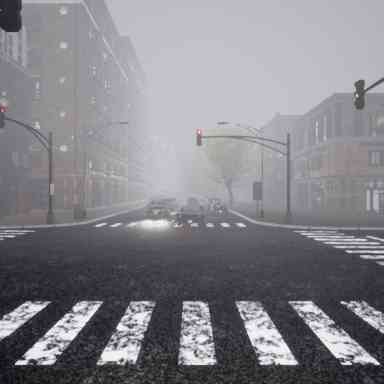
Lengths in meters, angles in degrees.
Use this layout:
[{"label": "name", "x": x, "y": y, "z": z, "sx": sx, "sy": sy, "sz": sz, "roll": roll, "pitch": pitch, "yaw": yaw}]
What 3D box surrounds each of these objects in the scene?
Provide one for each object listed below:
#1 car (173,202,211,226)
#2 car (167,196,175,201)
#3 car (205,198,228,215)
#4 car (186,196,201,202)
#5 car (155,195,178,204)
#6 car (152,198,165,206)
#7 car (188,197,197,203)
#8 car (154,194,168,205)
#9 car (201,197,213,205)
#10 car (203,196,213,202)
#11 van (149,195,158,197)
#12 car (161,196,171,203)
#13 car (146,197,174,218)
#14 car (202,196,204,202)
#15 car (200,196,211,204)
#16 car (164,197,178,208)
[{"label": "car", "x": 0.109, "y": 1.615, "z": 23.888, "sx": 1.895, "sy": 1.301, "sz": 4.718, "roll": 0, "pitch": 0, "yaw": 6}, {"label": "car", "x": -5.674, "y": 1.687, "z": 90.415, "sx": 1.752, "sy": 1.417, "sz": 4.829, "roll": 0, "pitch": 0, "yaw": 0}, {"label": "car", "x": 2.696, "y": 1.580, "z": 33.613, "sx": 2.008, "sy": 1.369, "sz": 4.403, "roll": 0, "pitch": 0, "yaw": 0}, {"label": "car", "x": 0.110, "y": 1.544, "z": 55.028, "sx": 1.882, "sy": 1.535, "sz": 5.008, "roll": 0, "pitch": 0, "yaw": 0}, {"label": "car", "x": -3.086, "y": 1.518, "z": 40.273, "sx": 1.882, "sy": 1.535, "sz": 5.008, "roll": 0, "pitch": 0, "yaw": 0}, {"label": "car", "x": -5.680, "y": 1.651, "z": 56.404, "sx": 1.802, "sy": 1.307, "sz": 4.206, "roll": 0, "pitch": 0, "yaw": 0}, {"label": "car", "x": 0.027, "y": 1.702, "z": 71.349, "sx": 1.895, "sy": 1.301, "sz": 4.718, "roll": 0, "pitch": 0, "yaw": 0}, {"label": "car", "x": -5.680, "y": 1.397, "z": 62.101, "sx": 2.192, "sy": 1.841, "sz": 5.009, "roll": 0, "pitch": 0, "yaw": 0}, {"label": "car", "x": 2.702, "y": 1.633, "z": 62.097, "sx": 2.008, "sy": 1.369, "sz": 4.403, "roll": 0, "pitch": 0, "yaw": 0}, {"label": "car", "x": 2.697, "y": 1.479, "z": 39.310, "sx": 1.967, "sy": 1.590, "sz": 4.097, "roll": 0, "pitch": 0, "yaw": 0}, {"label": "van", "x": -5.682, "y": 1.399, "z": 50.707, "sx": 1.690, "sy": 1.788, "sz": 3.998, "roll": 0, "pitch": 0, "yaw": 0}, {"label": "car", "x": -5.677, "y": 1.663, "z": 73.494, "sx": 2.008, "sy": 1.369, "sz": 4.403, "roll": 0, "pitch": 0, "yaw": 0}, {"label": "car", "x": -3.095, "y": 1.516, "z": 30.825, "sx": 2.128, "sy": 1.511, "sz": 4.902, "roll": 0, "pitch": 0, "yaw": 0}, {"label": "car", "x": 2.698, "y": 1.488, "z": 45.007, "sx": 1.967, "sy": 1.590, "sz": 4.097, "roll": 0, "pitch": 0, "yaw": 0}, {"label": "car", "x": 2.702, "y": 1.536, "z": 67.794, "sx": 1.967, "sy": 1.590, "sz": 4.097, "roll": 0, "pitch": 0, "yaw": 0}, {"label": "car", "x": -3.077, "y": 1.583, "z": 50.371, "sx": 1.812, "sy": 1.442, "sz": 4.674, "roll": 0, "pitch": 0, "yaw": 0}]
